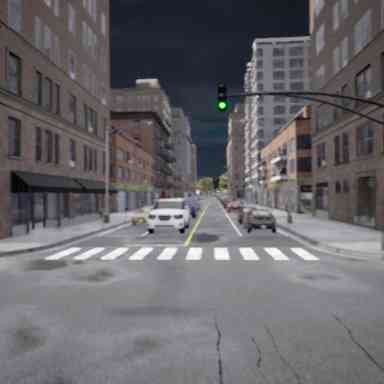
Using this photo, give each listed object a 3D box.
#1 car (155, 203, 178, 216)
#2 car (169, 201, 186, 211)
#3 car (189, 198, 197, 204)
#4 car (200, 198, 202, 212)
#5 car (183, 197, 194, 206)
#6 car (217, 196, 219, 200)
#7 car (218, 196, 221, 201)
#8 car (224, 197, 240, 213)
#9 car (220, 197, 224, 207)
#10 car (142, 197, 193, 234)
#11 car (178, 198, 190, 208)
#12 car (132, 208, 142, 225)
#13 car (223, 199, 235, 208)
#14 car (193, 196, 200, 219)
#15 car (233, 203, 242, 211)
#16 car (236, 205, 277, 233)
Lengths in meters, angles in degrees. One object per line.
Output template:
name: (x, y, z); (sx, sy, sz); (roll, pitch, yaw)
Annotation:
car: (-2.851, 1.939, 38.046); (1.947, 1.339, 4.313); (-1, -1, 4)
car: (-2.135, 2.020, 49.386); (2.008, 1.369, 4.403); (-1, -1, 4)
car: (0.370, 2.381, 89.074); (1.802, 1.307, 4.206); (-1, 0, 4)
car: (0.201, 1.980, 45.670); (1.994, 1.385, 4.181); (-1, 0, 4)
car: (-0.706, 1.976, 72.067); (2.192, 1.841, 5.009); (-1, -1, 4)
car: (8.737, 2.317, 94.248); (1.887, 1.381, 4.507); (0, 0, 4)
car: (7.674, 2.164, 77.406); (1.752, 1.417, 4.829); (-1, 0, 4)
car: (5.515, 1.790, 43.215); (1.967, 1.590, 4.097); (-1, -1, 4)
car: (6.230, 1.761, 54.557); (2.192, 1.841, 5.009); (-1, -1, 4)
car: (-1.366, 1.430, 21.262); (2.150, 2.045, 5.566); (-1, -1, 4)
car: (-1.420, 2.005, 60.726); (1.967, 1.590, 4.097); (-1, -1, 4)
car: (-3.578, 1.801, 26.537); (1.752, 1.417, 4.829); (-1, -1, 4)
car: (6.590, 2.059, 60.225); (1.947, 1.339, 4.313); (-1, -1, 4)
car: (-0.635, 1.532, 32.810); (2.150, 2.045, 5.566); (-1, -1, 4)
car: (4.443, 1.787, 26.203); (1.802, 1.307, 4.206); (-1, -1, 4)
car: (4.084, 1.707, 20.533); (2.008, 1.369, 4.403); (-1, -1, 4)
